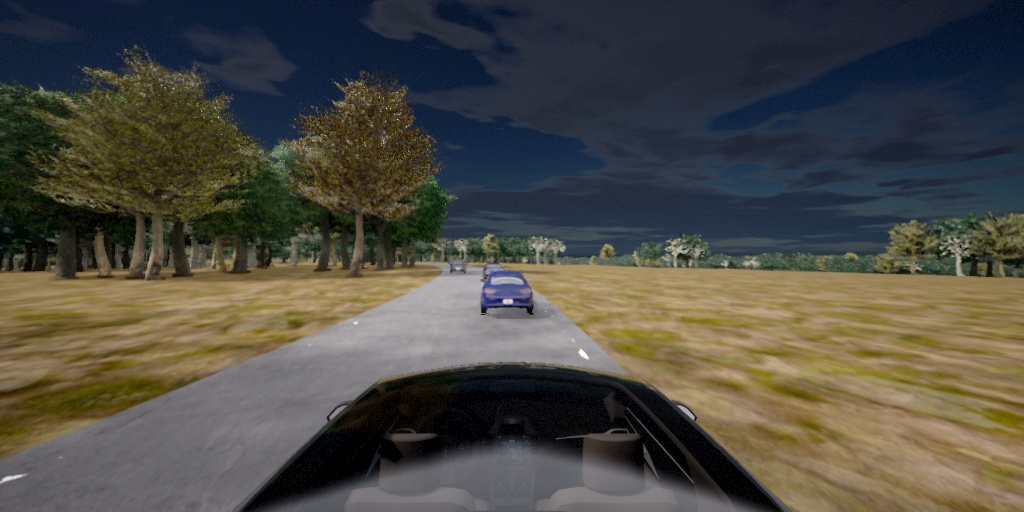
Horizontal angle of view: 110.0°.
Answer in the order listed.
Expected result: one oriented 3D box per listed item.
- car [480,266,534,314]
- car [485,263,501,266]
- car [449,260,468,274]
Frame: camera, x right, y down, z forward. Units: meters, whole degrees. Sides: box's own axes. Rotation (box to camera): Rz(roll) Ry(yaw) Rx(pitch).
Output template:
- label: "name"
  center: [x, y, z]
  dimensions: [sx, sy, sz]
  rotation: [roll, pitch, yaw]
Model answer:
- label: "car"
  center: [-0.236, 1.282, 13.686]
  dimensions: [1.812, 1.442, 4.674]
  rotation: [0, 0, -3]
- label: "car"
  center: [-1.686, 1.315, 31.864]
  dimensions: [2.033, 1.411, 5.357]
  rotation: [0, 0, -7]
- label: "car"
  center: [-6.235, 1.267, 41.527]
  dimensions: [2.128, 1.511, 4.902]
  rotation: [0, 0, -9]
